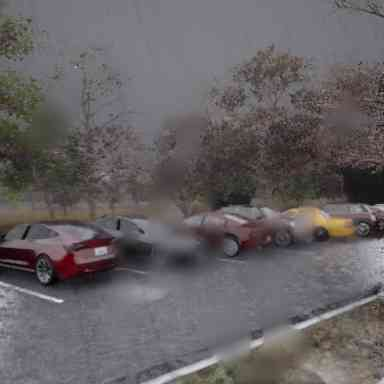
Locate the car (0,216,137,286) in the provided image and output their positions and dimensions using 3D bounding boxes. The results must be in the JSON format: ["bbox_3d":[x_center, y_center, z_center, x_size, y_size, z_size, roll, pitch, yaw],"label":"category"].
[{"bbox_3d":[-4.169,1.536,9.515,4.792,1.488,2.163,-1,-1,34],"label":"car"}]

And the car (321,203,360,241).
[{"bbox_3d":[5.205,1.501,16.674,5.366,1.575,1.946,-1,-1,33],"label":"car"}]

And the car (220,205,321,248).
[{"bbox_3d":[2.979,1.378,14.808,4.553,1.767,2.185,-1,-1,33],"label":"car"}]

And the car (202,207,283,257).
[{"bbox_3d":[0.638,1.503,13.004,5.008,1.535,2.097,-1,-1,34],"label":"car"}]

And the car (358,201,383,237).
[{"bbox_3d":[7.735,1.374,18.362,4.553,1.767,2.185,-1,-1,33],"label":"car"}]

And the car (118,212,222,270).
[{"bbox_3d":[-1.717,1.534,11.234,4.792,1.488,2.163,-1,-1,34],"label":"car"}]
